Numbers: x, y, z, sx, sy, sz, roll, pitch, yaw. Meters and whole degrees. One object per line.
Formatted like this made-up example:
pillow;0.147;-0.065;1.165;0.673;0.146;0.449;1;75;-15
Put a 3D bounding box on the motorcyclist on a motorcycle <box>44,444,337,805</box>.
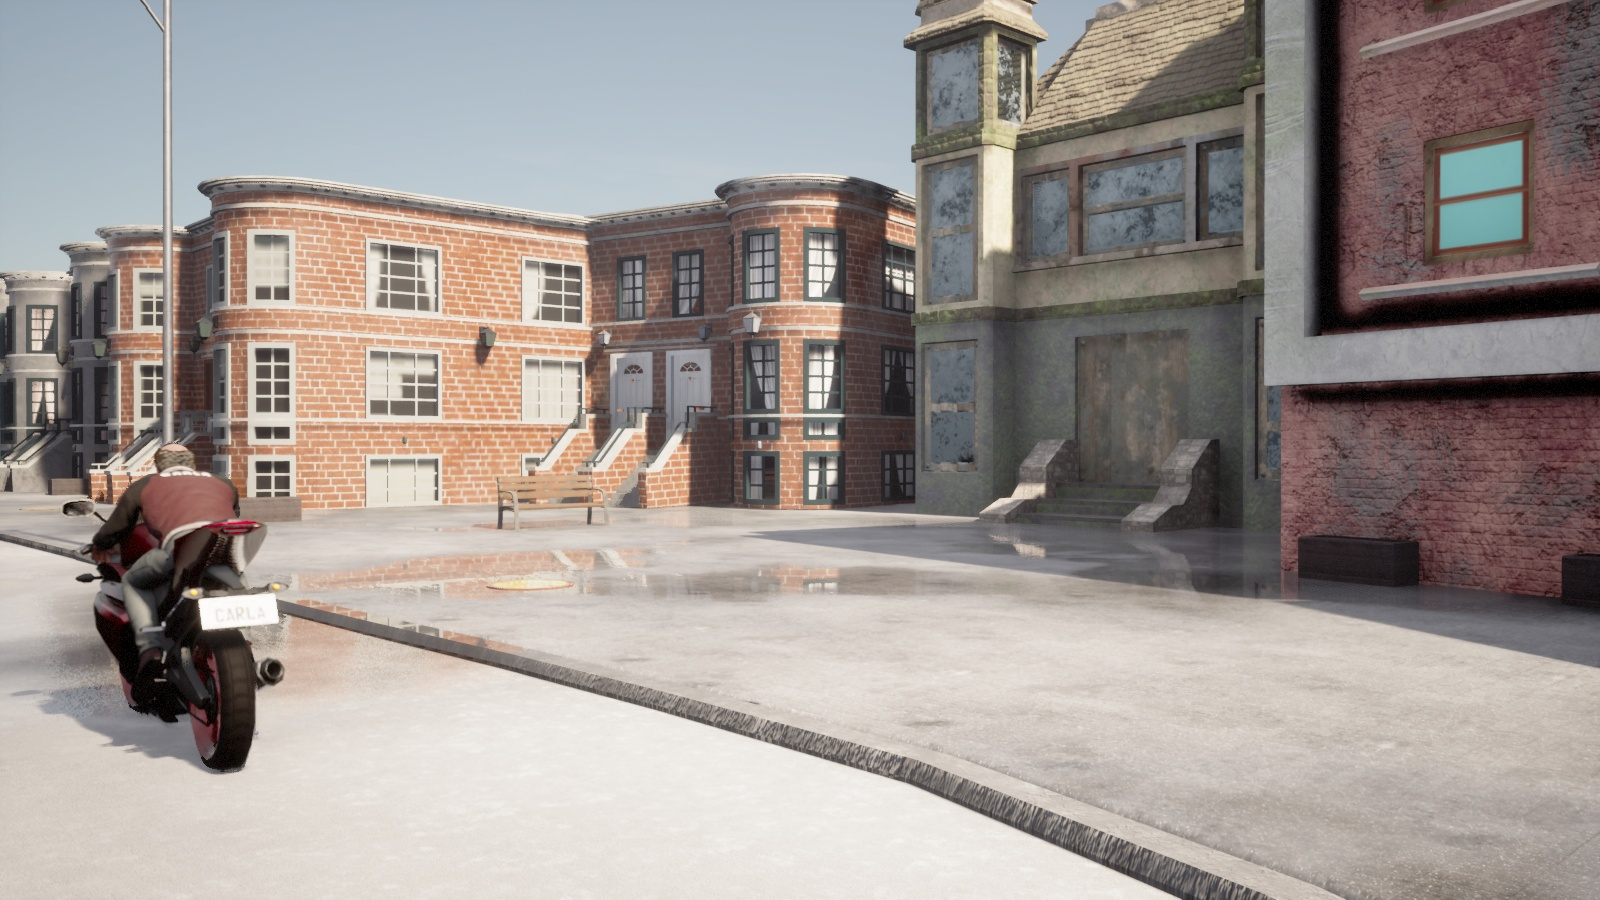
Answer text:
motorcyclist on a motorcycle;-3.200;0.739;6.454;0.866;1.530;2.191;0;0;-39
